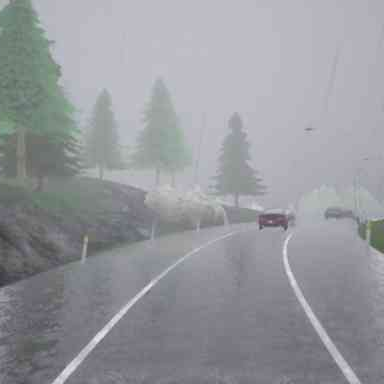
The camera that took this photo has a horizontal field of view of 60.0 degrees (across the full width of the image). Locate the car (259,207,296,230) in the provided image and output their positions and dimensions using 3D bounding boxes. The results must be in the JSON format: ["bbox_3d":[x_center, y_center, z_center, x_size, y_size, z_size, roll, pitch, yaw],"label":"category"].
[{"bbox_3d":[6.127,1.827,23.665,1.882,1.535,5.008,-2,-2,25],"label":"car"}]

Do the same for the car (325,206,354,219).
[{"bbox_3d":[17.168,2.394,38.706,2.128,1.511,4.902,-5,-5,45],"label":"car"}]
